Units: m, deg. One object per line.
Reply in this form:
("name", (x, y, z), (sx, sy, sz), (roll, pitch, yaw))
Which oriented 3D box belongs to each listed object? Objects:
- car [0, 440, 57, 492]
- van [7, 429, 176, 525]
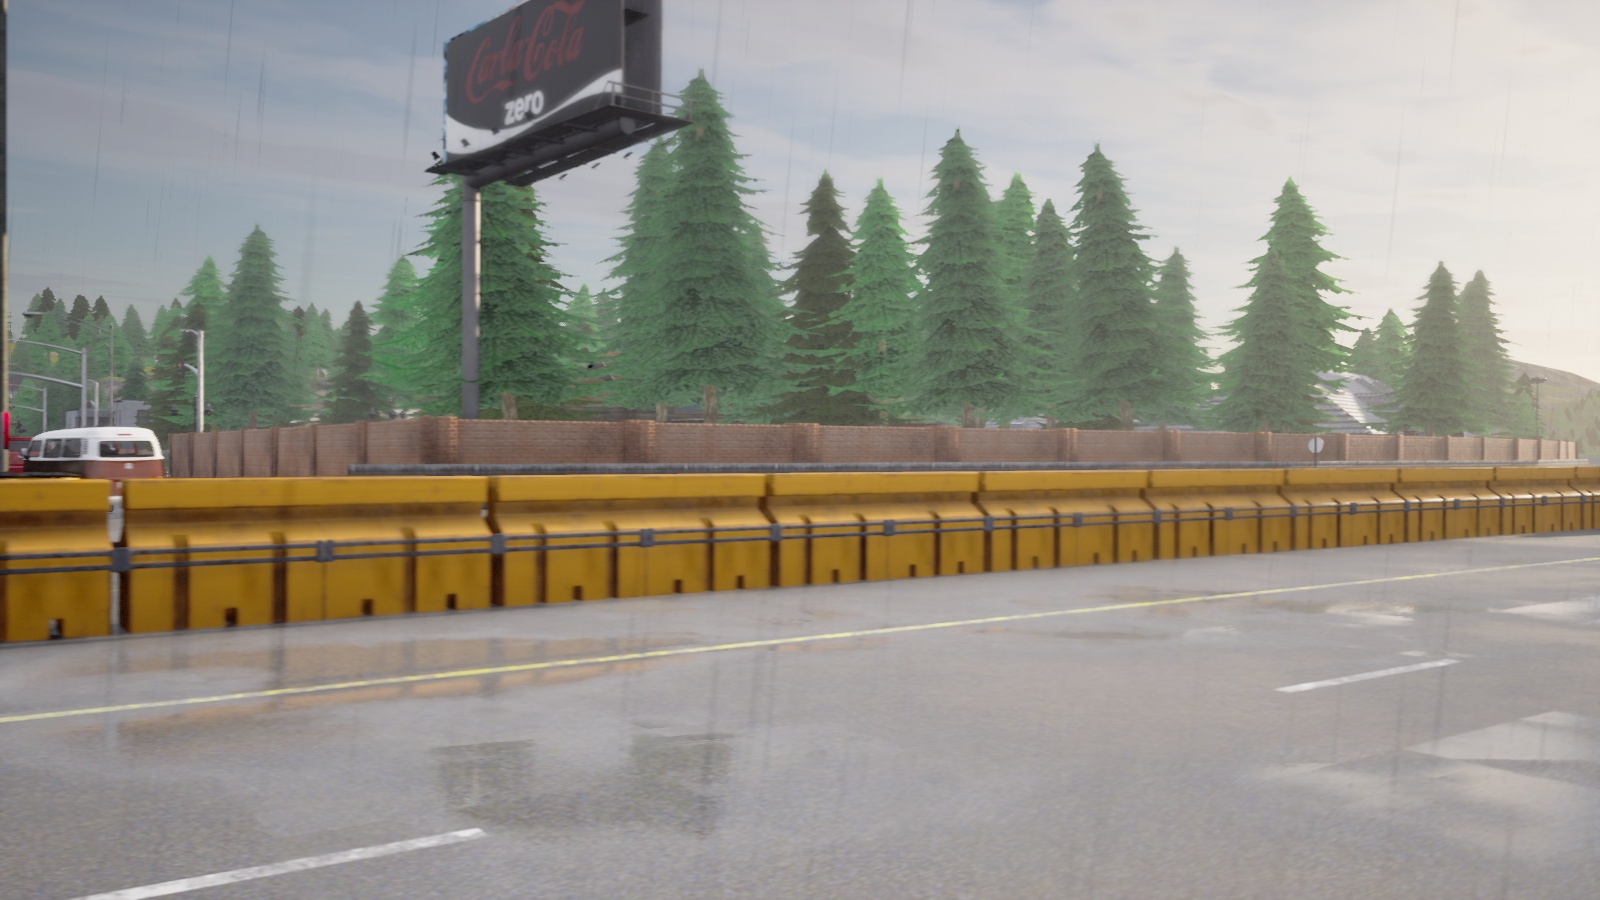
("car", (-32.462, 0.641, 52.479), (2.150, 2.045, 5.566), (0, 0, -34))
("van", (-16.396, 0.569, 28.966), (4.480, 2.038, 2.069), (0, 1, 42))
